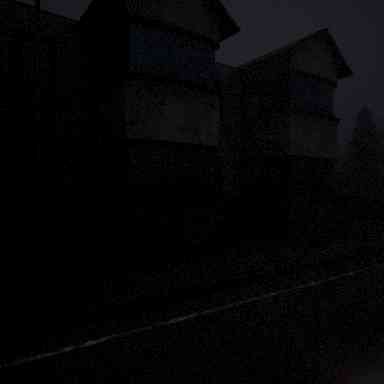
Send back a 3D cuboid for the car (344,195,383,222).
[{"bbox_3d":[12.942,1.221,23.699,2.150,2.045,5.566,0,0,-35],"label":"car"}]
